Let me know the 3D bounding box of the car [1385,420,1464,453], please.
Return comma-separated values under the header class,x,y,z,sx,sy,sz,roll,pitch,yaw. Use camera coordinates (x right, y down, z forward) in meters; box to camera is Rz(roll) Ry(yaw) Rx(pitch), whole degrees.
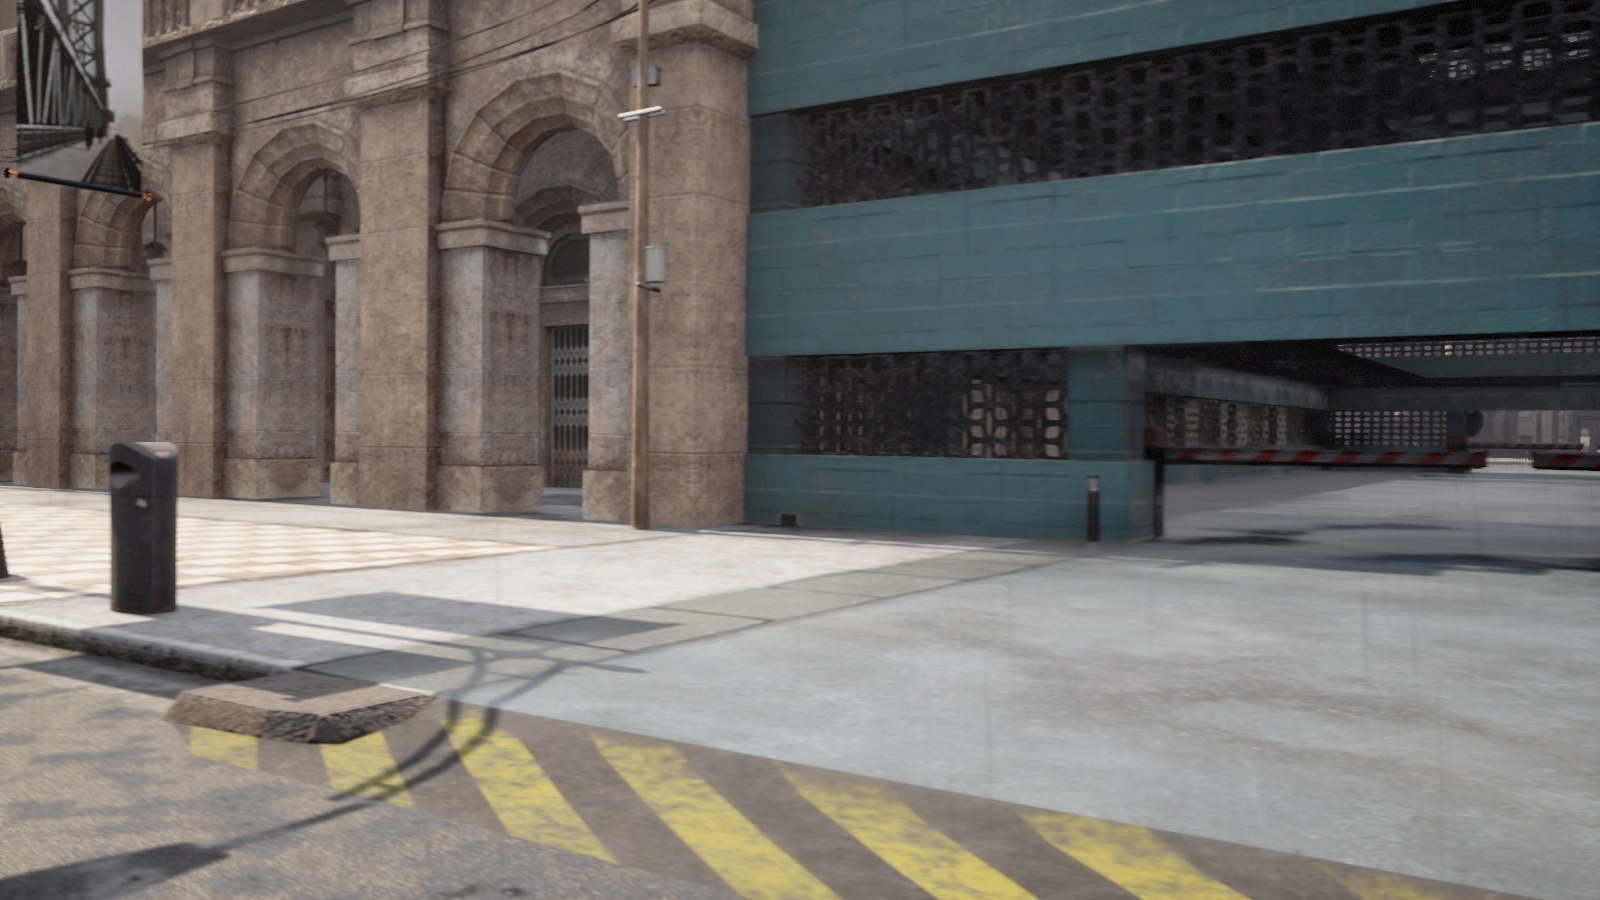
class,x,y,z,sx,sy,sz,roll,pitch,yaw
car,36.216,-0.794,72.854,3.866,1.878,1.905,0,1,33
